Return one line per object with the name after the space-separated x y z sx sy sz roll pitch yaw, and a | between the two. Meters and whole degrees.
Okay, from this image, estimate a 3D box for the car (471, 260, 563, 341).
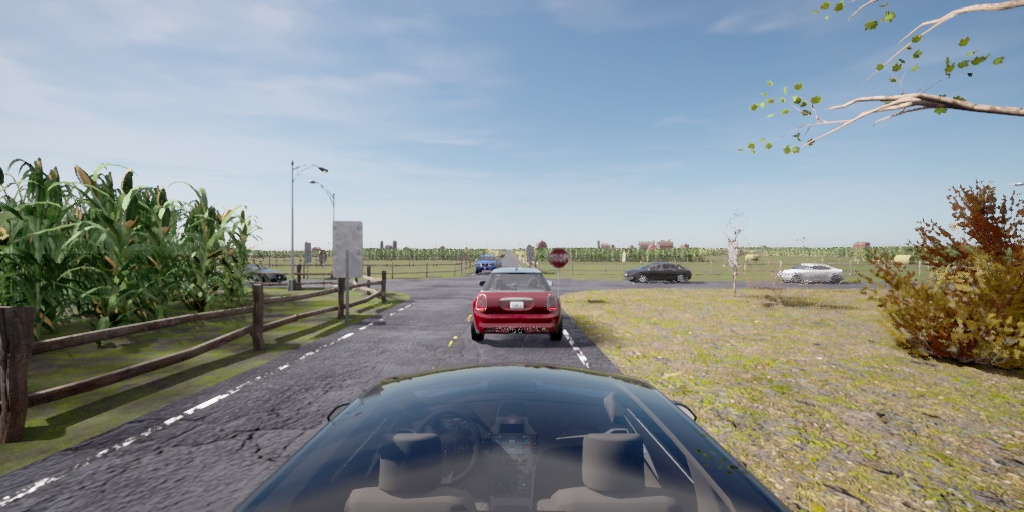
0.110 1.099 10.017 2.097 1.767 4.553 0 0 0 | car

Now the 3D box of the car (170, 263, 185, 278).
-27.339 1.144 27.005 4.892 1.490 1.837 0 0 0 | car

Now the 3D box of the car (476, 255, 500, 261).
-2.821 0.923 40.742 2.150 2.045 5.566 0 0 1 | car

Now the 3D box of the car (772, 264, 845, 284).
22.342 1.318 27.065 4.674 1.442 1.812 0 0 0 | car

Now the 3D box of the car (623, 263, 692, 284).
10.870 1.265 26.921 4.892 1.490 1.837 0 0 -2 | car

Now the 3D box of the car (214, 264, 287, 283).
-17.592 1.250 24.064 4.181 1.385 1.994 0 0 0 | car

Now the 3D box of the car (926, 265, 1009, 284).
34.843 1.375 27.072 5.357 1.411 2.033 0 0 0 | car
